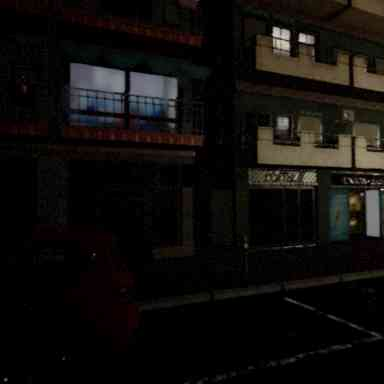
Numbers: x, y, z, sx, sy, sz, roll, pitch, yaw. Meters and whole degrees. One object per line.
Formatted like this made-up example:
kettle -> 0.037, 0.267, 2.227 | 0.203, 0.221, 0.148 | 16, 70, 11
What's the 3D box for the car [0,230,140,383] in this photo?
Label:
car -> -3.135, 1.468, 4.057 | 5.009, 1.841, 2.192 | 0, -2, -24
